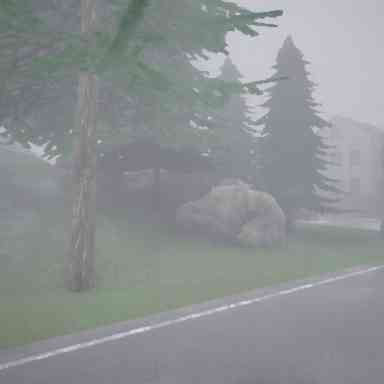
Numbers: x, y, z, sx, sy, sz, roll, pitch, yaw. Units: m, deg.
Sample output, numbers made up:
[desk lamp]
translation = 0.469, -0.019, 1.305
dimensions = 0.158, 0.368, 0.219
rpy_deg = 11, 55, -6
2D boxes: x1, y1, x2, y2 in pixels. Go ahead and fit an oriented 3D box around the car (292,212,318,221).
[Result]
[car]
translation = 7.939, 1.573, 28.361
dimensions = 2.033, 1.411, 5.357
rpy_deg = 0, 0, -35
